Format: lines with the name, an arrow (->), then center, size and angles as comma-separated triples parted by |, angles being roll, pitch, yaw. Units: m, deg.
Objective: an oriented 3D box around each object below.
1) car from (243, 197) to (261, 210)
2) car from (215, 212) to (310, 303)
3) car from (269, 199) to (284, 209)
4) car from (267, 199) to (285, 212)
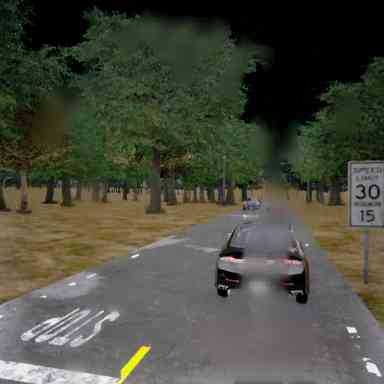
car -> 7.850, 1.435, 43.178 | 2.097, 1.767, 4.553 | 0, 0, 15
car -> 1.812, 1.485, 8.316 | 2.128, 1.511, 4.902 | 0, 0, 15
car -> 12.224, 1.680, 48.033 | 2.033, 1.411, 5.357 | 0, -1, 15
car -> 9.728, 1.618, 38.388 | 1.994, 1.385, 4.181 | 0, 0, 15
